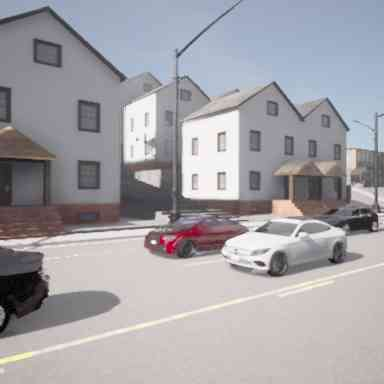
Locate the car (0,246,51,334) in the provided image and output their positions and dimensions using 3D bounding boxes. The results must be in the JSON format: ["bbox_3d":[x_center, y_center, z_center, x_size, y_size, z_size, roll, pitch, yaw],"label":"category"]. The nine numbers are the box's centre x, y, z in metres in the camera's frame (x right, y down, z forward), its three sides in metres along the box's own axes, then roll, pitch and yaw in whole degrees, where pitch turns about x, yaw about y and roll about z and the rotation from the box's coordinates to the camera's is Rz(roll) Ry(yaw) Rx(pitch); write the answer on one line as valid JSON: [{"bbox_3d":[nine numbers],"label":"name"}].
[{"bbox_3d":[-4.744,1.501,4.901,4.892,1.490,1.837,1,0,-35],"label":"car"}]

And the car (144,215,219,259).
[{"bbox_3d":[0.298,1.581,12.777,4.181,1.385,1.994,0,0,-35],"label":"car"}]

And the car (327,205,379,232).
[{"bbox_3d":[8.685,1.548,18.754,4.892,1.490,1.837,0,0,-35],"label":"car"}]

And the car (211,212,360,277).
[{"bbox_3d":[3.077,1.546,10.461,4.674,1.442,1.812,0,0,-36],"label":"car"}]
